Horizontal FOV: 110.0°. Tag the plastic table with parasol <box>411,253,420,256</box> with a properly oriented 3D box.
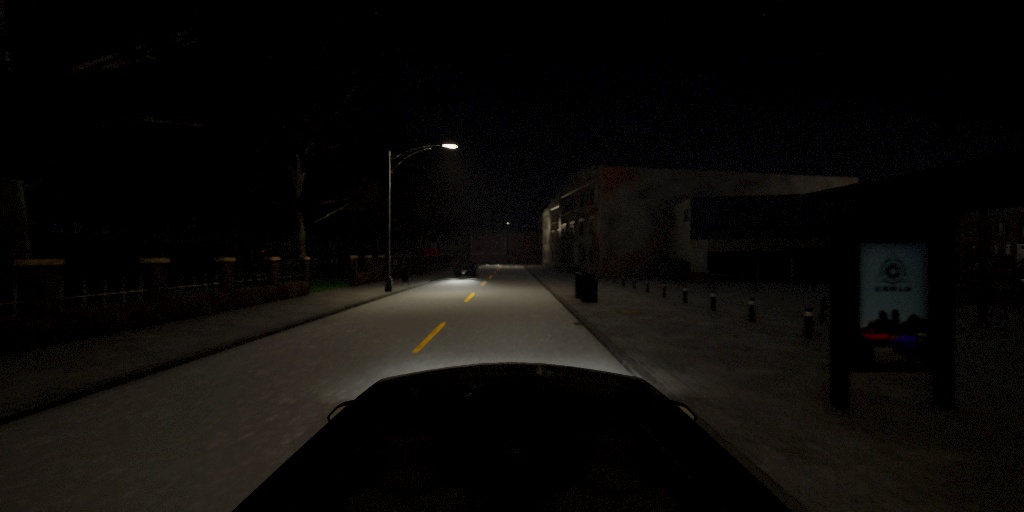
[{"bbox_3d":[-15.736,0.603,63.372,2.482,2.480,2.482,0,0,-40],"label":"plastic table with parasol"}]

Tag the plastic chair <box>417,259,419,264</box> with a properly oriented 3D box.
[{"bbox_3d":[-16.709,1.209,62.471,0.730,1.272,0.750,0,0,-35],"label":"plastic chair"}]

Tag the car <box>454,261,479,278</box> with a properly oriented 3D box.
[{"bbox_3d":[-4.091,1.175,32.785,2.128,1.511,4.902,0,0,0],"label":"car"}]

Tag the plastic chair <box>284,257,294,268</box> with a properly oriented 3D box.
[{"bbox_3d":[-33.257,1.185,53.311,0.750,1.272,0.730,0,0,-40],"label":"plastic chair"}]

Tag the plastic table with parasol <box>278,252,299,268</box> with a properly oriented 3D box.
[{"bbox_3d":[-33.989,0.581,54.309,2.482,2.480,2.482,0,0,-40],"label":"plastic table with parasol"}]
